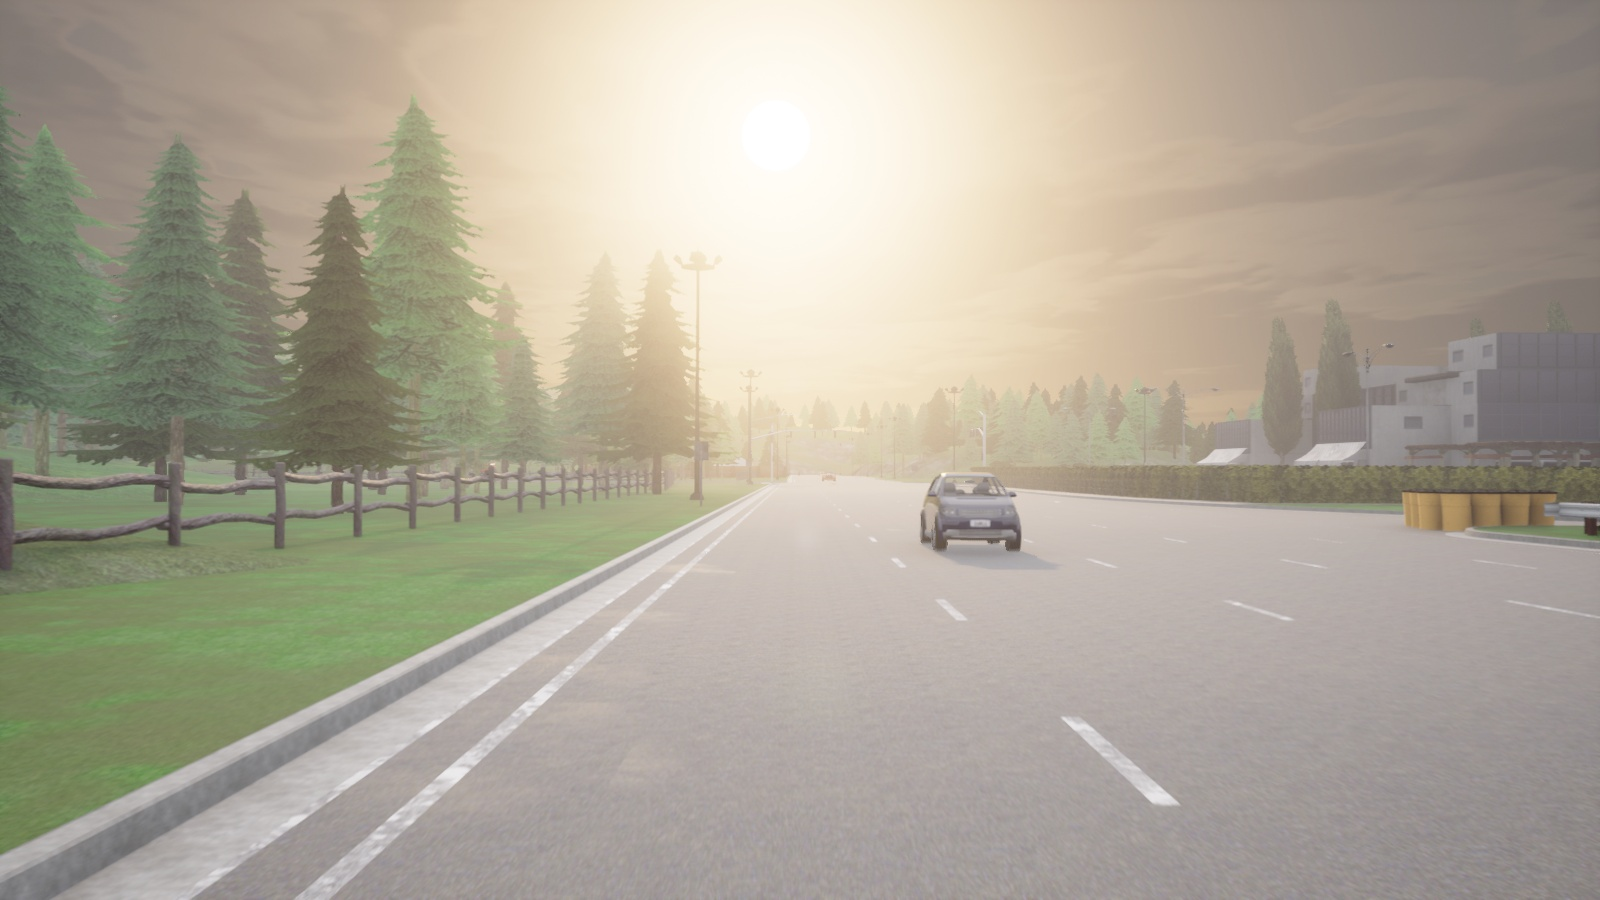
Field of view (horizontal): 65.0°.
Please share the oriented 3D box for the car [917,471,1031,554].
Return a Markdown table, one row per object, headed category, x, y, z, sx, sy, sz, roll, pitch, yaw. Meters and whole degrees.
| category | x | y | z | sx | sy | sz | roll | pitch | yaw |
| --- | --- | --- | --- | --- | --- | --- | --- | --- | --- |
| car | 3.441 | 1.206 | 25.490 | 1.789 | 1.549 | 3.705 | 0 | -1 | 0 |
